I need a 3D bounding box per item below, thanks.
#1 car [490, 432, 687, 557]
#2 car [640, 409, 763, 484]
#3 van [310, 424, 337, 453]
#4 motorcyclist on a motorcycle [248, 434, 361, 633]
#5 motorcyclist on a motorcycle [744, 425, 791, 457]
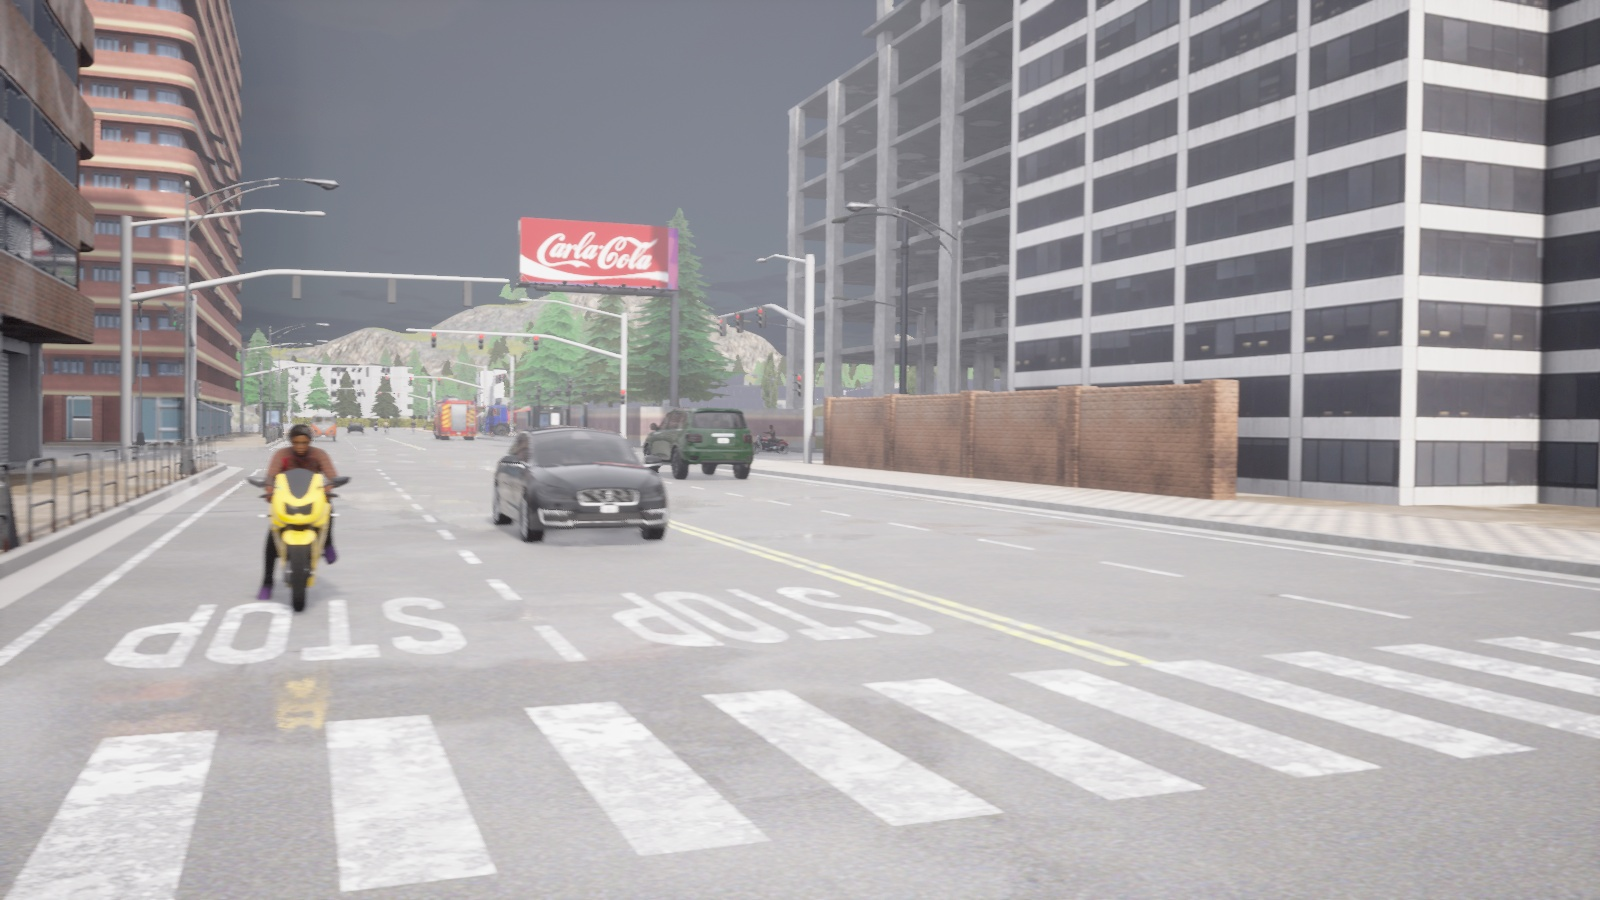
[{"bbox_3d":[-3.173,0.504,17.896,1.837,1.490,4.892,-1,1,-21],"label":"car"},{"bbox_3d":[-3.032,-0.157,37.328,2.150,2.045,5.566,-1,1,-21],"label":"car"},{"bbox_3d":[-34.859,-0.860,91.925,1.775,1.987,4.442,-1,1,-21],"label":"van"},{"bbox_3d":[-4.223,0.628,10.760,0.797,1.523,2.044,-1,1,-21],"label":"motorcyclist on a motorcycle"},{"bbox_3d":[-1.716,-0.501,66.642,2.350,1.649,0.766,-1,1,-20],"label":"motorcyclist on a motorcycle"}]
